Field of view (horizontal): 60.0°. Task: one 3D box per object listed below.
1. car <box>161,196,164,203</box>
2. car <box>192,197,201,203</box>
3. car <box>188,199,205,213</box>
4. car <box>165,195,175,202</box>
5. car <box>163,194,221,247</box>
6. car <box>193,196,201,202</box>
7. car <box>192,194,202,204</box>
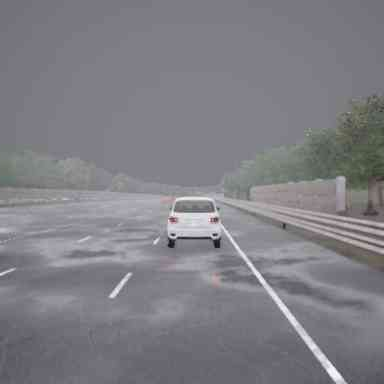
[{"bbox_3d":[-5.858,1.646,77.353,2.097,1.767,4.553,0,0,1],"label":"car"},{"bbox_3d":[1.128,1.832,76.454,2.033,1.411,5.357,0,0,1],"label":"car"},{"bbox_3d":[0.509,1.579,39.019,1.882,1.535,5.008,0,0,1],"label":"car"},{"bbox_3d":[-5.672,1.642,86.105,2.097,1.767,4.553,0,0,2],"label":"car"},{"bbox_3d":[0.122,1.237,15.270,2.150,2.045,5.566,0,0,1],"label":"car"},{"bbox_3d":[1.326,1.795,85.947,1.837,1.490,4.892,0,0,2],"label":"car"},{"bbox_3d":[1.082,1.505,73.690,2.150,2.045,5.566,0,0,1],"label":"car"}]
